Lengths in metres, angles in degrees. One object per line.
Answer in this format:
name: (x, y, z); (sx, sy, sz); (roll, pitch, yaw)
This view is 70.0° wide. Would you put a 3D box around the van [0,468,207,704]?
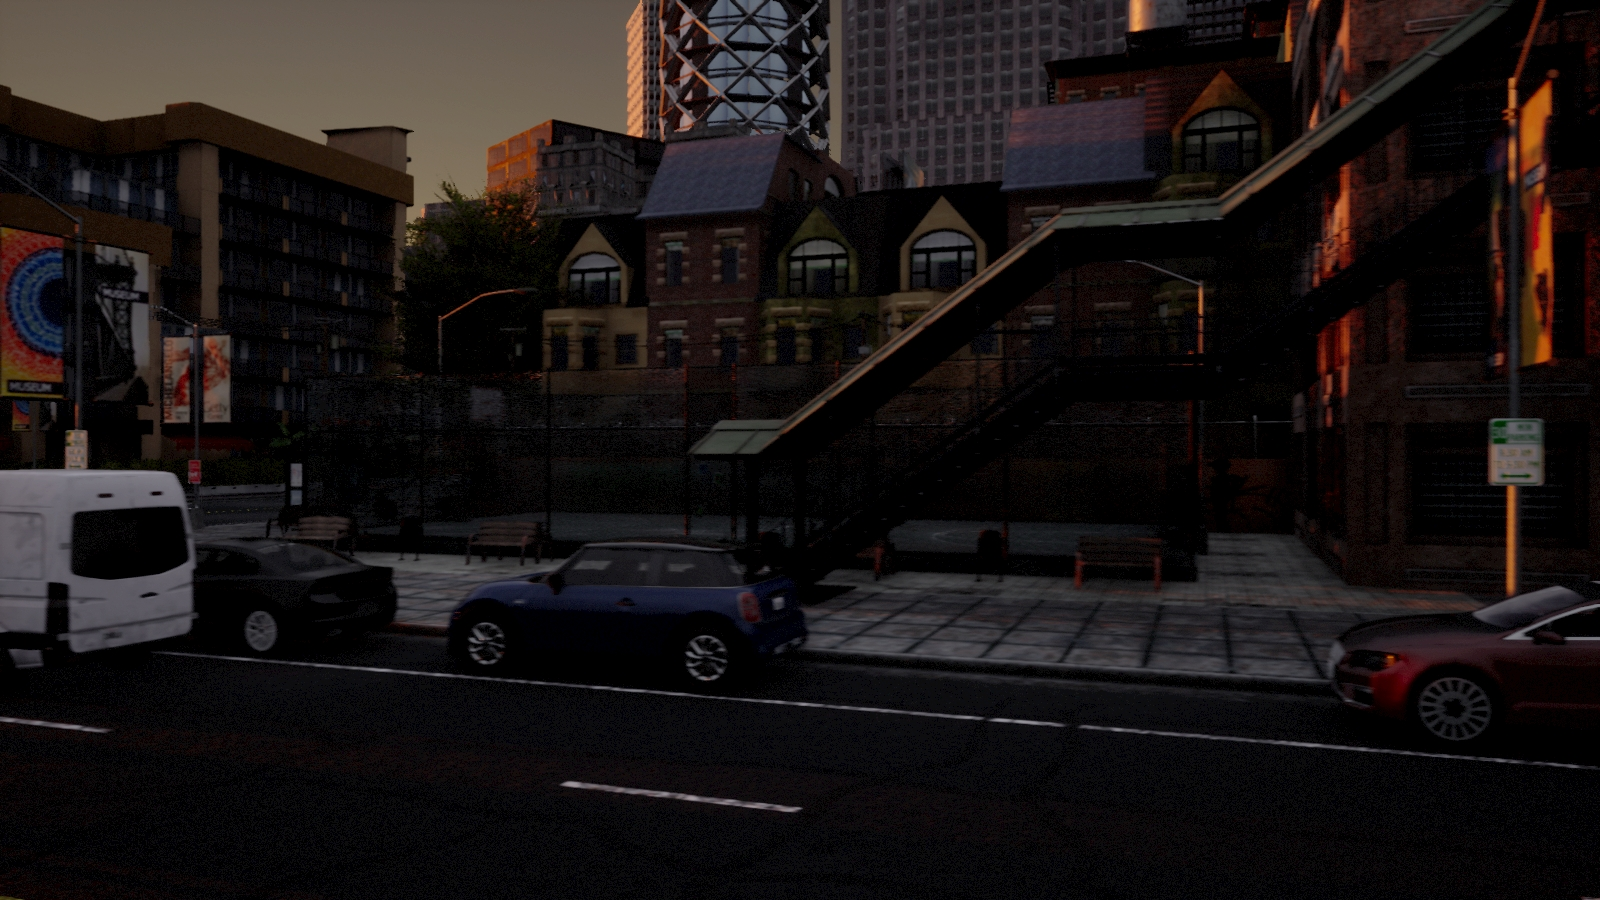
van: (-10.666, 1.534, 14.616); (5.915, 2.561, 1.988); (0, 0, 20)
